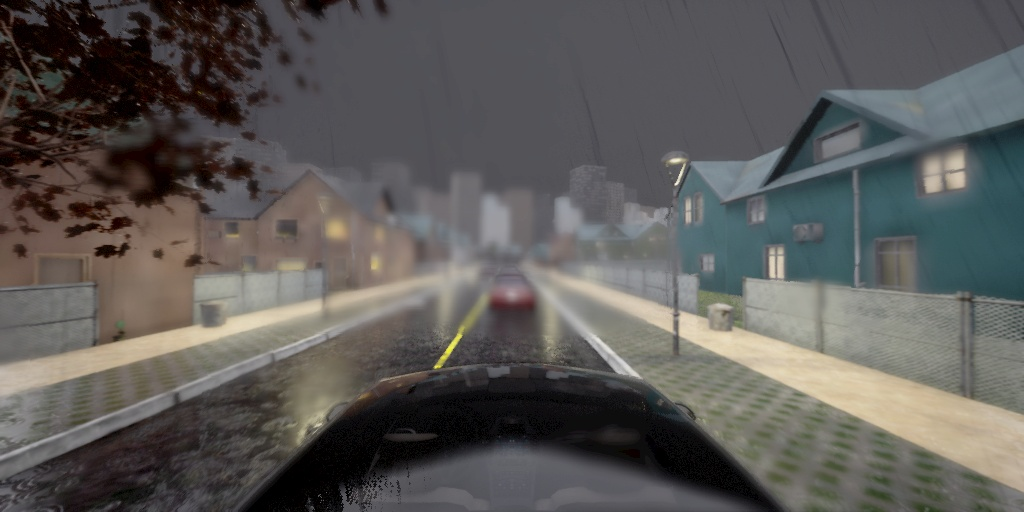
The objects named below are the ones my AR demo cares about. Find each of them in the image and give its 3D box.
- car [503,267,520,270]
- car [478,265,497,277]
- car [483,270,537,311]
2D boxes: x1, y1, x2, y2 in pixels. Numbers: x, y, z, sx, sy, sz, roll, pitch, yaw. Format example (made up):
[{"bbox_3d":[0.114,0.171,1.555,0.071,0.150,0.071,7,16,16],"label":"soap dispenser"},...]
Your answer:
[{"bbox_3d":[0.051,1.614,30.386,1.994,1.385,4.181,0,-1,1],"label":"car"},{"bbox_3d":[-2.734,1.732,41.415,1.994,1.385,4.181,0,-1,1],"label":"car"},{"bbox_3d":[0.036,1.456,15.394,1.994,1.385,4.181,0,-1,1],"label":"car"}]
